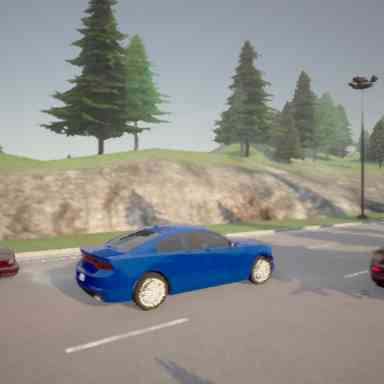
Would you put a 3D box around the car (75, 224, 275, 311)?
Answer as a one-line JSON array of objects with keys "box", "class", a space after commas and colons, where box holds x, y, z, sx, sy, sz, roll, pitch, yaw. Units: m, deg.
[{"box": [-0.136, 1.516, 7.948, 5.008, 1.535, 1.882, 0, 0, -36], "class": "car"}]

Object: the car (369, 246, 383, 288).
[{"box": [6.118, 1.575, 8.107, 4.674, 1.442, 1.812, 0, 0, -36], "class": "car"}]

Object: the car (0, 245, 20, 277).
[{"box": [-6.892, 1.572, 7.379, 5.357, 1.411, 2.033, 0, 0, -36], "class": "car"}]
